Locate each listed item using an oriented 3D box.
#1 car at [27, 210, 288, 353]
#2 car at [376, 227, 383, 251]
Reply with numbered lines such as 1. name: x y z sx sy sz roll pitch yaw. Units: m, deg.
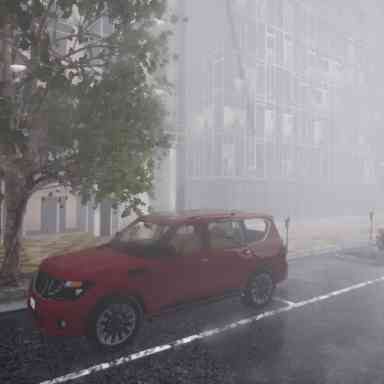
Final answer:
1. car: -0.291 1.316 6.344 5.009 1.841 2.192 0 1 -36
2. car: 8.905 1.546 12.935 4.507 1.381 1.887 0 1 -36
